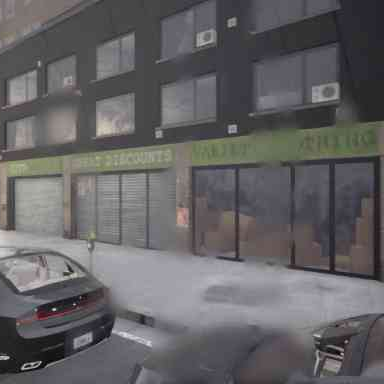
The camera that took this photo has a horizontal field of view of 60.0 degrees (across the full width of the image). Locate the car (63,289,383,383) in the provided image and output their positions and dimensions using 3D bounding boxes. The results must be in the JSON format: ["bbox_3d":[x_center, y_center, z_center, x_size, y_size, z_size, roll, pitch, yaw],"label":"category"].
[{"bbox_3d":[1.417,1.551,2.077,4.403,1.369,2.008,0,0,35],"label":"car"}]

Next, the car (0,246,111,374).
[{"bbox_3d":[-3.090,1.551,5.272,4.403,1.369,2.008,0,0,35],"label":"car"}]
